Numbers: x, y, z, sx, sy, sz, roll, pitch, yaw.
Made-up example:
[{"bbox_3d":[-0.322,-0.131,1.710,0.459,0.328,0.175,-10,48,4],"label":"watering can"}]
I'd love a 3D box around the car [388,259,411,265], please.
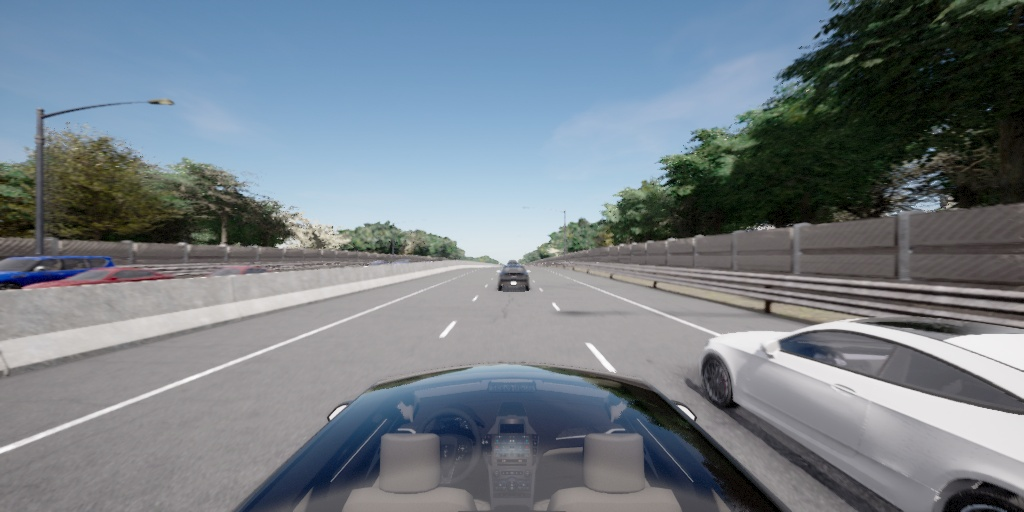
[{"bbox_3d":[-17.526,1.245,57.246,2.097,1.767,4.553,0,-1,1],"label":"car"}]

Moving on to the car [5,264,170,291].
[{"bbox_3d":[-17.589,1.254,15.678,1.882,1.535,5.008,0,0,0],"label":"car"}]

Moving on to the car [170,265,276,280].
[{"bbox_3d":[-14.091,1.258,18.399,1.882,1.535,5.008,0,0,0],"label":"car"}]

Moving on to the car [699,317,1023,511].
[{"bbox_3d":[3.599,1.278,3.217,1.812,1.442,4.674,0,0,0],"label":"car"}]

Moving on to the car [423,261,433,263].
[{"bbox_3d":[-14.013,1.515,60.812,1.994,1.385,4.181,0,-1,0],"label":"car"}]

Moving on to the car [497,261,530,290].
[{"bbox_3d":[0.102,1.293,22.908,1.837,1.490,4.892,0,0,0],"label":"car"}]

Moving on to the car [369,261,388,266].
[{"bbox_3d":[-21.014,1.438,57.182,2.033,1.411,5.357,0,-1,1],"label":"car"}]

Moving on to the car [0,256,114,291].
[{"bbox_3d":[-21.088,0.997,16.007,2.150,2.045,5.566,0,0,0],"label":"car"}]
